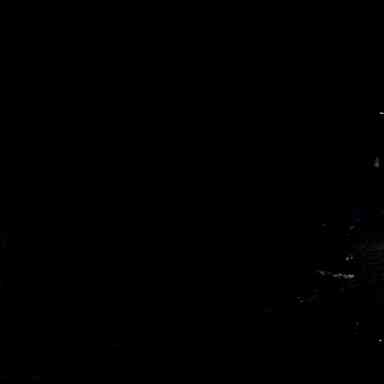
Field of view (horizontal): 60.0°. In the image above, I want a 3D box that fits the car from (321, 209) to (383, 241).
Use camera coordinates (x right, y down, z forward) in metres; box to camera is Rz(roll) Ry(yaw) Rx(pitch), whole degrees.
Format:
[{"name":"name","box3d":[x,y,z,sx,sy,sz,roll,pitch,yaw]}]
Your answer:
[{"name":"car","box3d":[9.081,1.707,18.157,5.008,1.535,1.882,1,-1,-36]}]
